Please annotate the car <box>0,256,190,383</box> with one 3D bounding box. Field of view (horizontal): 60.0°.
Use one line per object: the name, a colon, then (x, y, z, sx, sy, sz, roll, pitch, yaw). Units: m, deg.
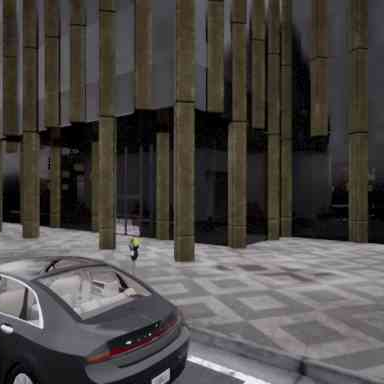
car: (-2.075, 1.550, 4.429, 4.403, 1.369, 2.008, 0, 0, 35)
